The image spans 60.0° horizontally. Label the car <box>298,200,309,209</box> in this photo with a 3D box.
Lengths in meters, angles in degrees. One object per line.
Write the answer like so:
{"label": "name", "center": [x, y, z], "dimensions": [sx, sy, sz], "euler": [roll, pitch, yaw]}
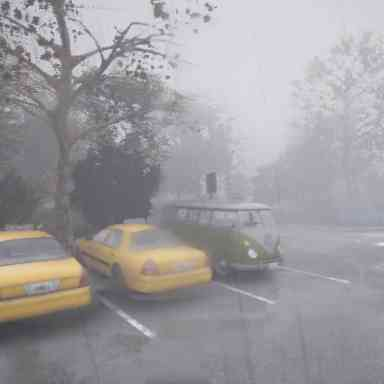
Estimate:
{"label": "car", "center": [16.141, 1.852, 50.291], "dimensions": [1.994, 1.385, 4.181], "euler": [-2, 2, -35]}

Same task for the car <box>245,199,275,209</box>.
{"label": "car", "center": [10.704, 1.889, 52.596], "dimensions": [1.895, 1.301, 4.718], "euler": [-2, 2, -36]}

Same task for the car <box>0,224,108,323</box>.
{"label": "car", "center": [-3.836, 1.478, 7.311], "dimensions": [1.946, 1.575, 5.366], "euler": [0, 0, -35]}

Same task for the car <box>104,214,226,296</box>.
{"label": "car", "center": [-1.668, 1.488, 8.854], "dimensions": [1.946, 1.575, 5.366], "euler": [0, 0, -35]}

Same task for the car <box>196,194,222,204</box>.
{"label": "car", "center": [3.150, 1.330, 61.630], "dimensions": [4.553, 1.767, 2.097], "euler": [0, 0, 14]}

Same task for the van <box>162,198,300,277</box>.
{"label": "van", "center": [0.784, 1.283, 10.231], "dimensions": [1.878, 1.987, 4.442], "euler": [0, 0, -35]}
